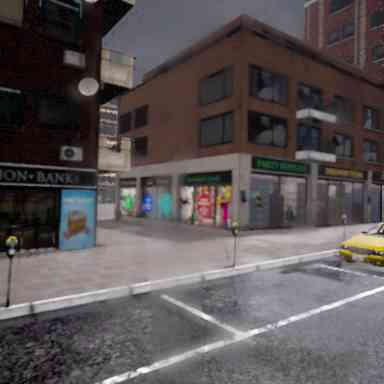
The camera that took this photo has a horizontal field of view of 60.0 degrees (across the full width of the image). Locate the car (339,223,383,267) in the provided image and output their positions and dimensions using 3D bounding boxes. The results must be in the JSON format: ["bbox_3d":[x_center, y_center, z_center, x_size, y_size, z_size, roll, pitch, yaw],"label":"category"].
[{"bbox_3d":[6.681,1.563,10.837,4.829,1.417,1.752,0,2,-35],"label":"car"}]
